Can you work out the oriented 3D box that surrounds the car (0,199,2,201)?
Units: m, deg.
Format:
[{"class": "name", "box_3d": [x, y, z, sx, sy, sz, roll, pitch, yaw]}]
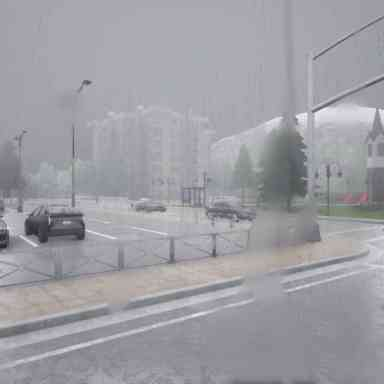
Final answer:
[{"class": "car", "box_3d": [-21.593, 1.374, 36.422, 1.845, 1.501, 3.633, 0, 0, -36]}]

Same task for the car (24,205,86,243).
[{"class": "car", "box_3d": [-6.357, 1.340, 15.312, 2.007, 1.523, 4.514, 0, 0, -36]}]

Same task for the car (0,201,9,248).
[{"class": "car", "box_3d": [-8.871, 1.331, 13.435, 2.152, 1.636, 5.027, 0, 0, -36]}]

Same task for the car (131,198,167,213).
[{"class": "car", "box_3d": [-4.547, 1.565, 36.663, 1.994, 1.385, 4.181, 0, 0, -36]}]

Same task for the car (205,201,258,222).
[{"class": "car", "box_3d": [3.029, 1.507, 26.350, 1.837, 1.490, 4.892, 0, 0, -36]}]
